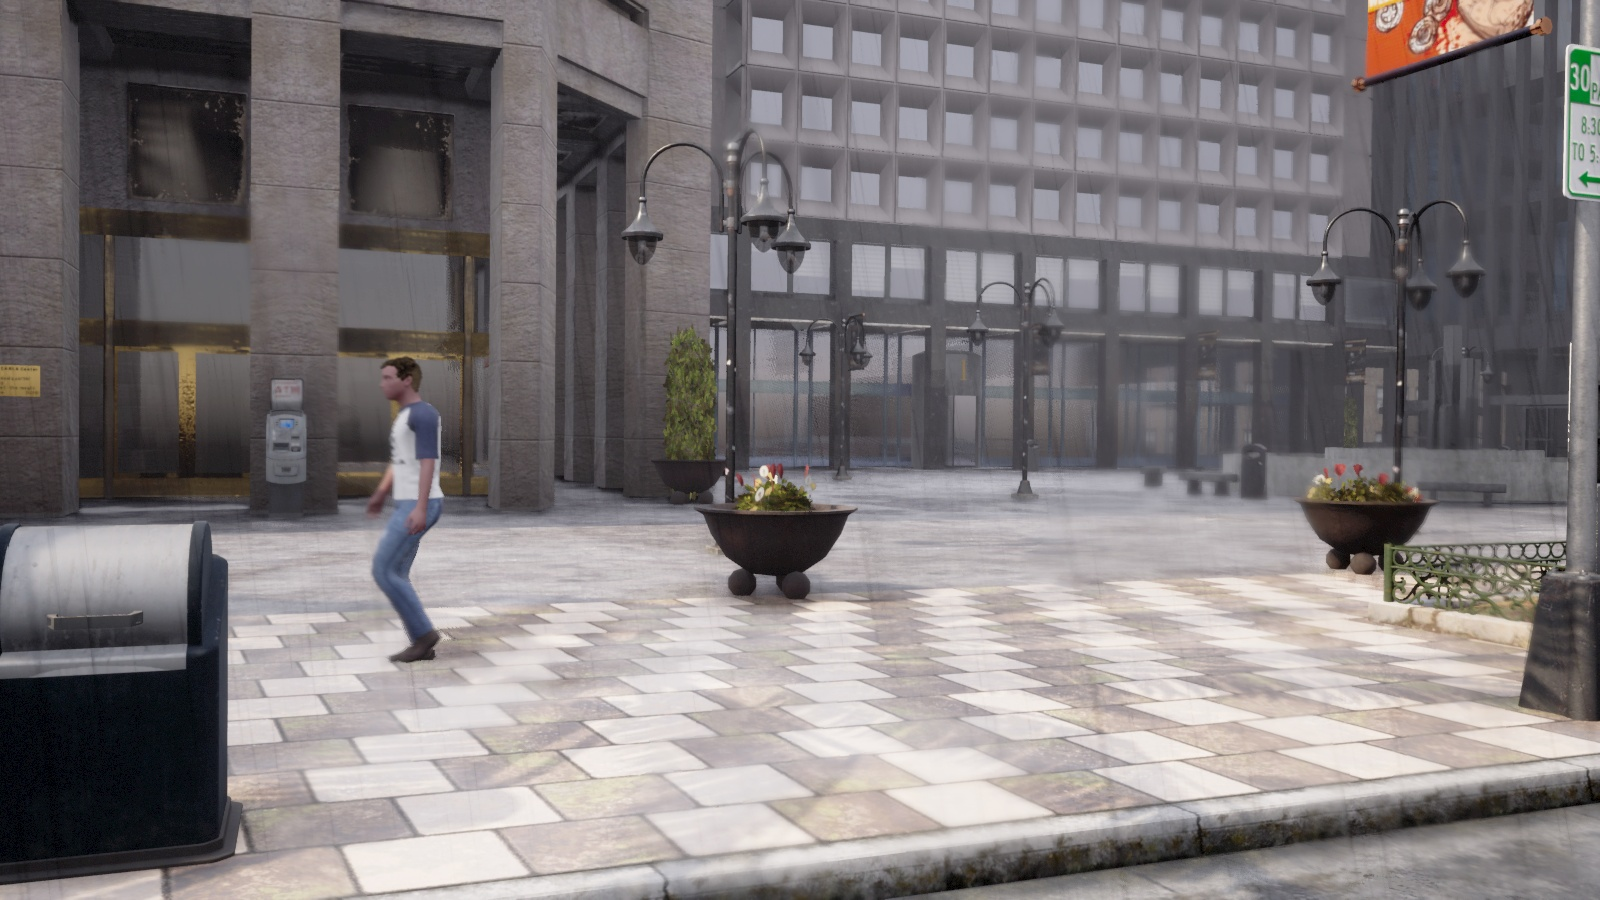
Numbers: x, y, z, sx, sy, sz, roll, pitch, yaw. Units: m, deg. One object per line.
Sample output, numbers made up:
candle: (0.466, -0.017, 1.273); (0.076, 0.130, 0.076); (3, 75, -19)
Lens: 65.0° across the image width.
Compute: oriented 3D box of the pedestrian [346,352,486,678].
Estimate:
pedestrian: (-2.252, 0.359, 7.365); (0.706, 1.836, 0.354); (-1, 1, -27)
